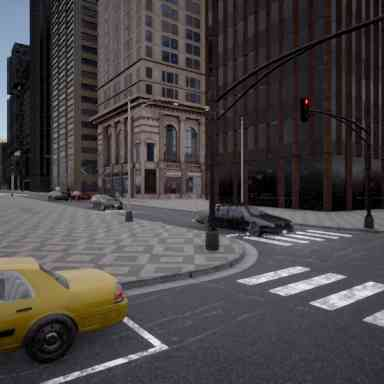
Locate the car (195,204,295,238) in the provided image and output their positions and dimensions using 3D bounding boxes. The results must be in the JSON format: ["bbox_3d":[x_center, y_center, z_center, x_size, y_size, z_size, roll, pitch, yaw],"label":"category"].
[{"bbox_3d":[2.422,1.328,16.772,2.033,1.411,5.357,0,1,-40],"label":"car"}]

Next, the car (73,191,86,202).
[{"bbox_3d":[-15.982,0.575,47.488,1.882,1.535,5.008,0,1,-35],"label":"car"}]

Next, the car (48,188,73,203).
[{"bbox_3d":[-18.301,0.583,45.410,1.882,1.535,5.008,0,1,-35],"label":"car"}]

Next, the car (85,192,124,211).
[{"bbox_3d":[-8.022,0.944,30.968,1.837,1.490,4.892,0,1,-36],"label":"car"}]

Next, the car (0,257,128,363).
[{"bbox_3d":[-3.276,1.525,4.312,4.829,1.417,1.752,0,0,-35],"label":"car"}]
